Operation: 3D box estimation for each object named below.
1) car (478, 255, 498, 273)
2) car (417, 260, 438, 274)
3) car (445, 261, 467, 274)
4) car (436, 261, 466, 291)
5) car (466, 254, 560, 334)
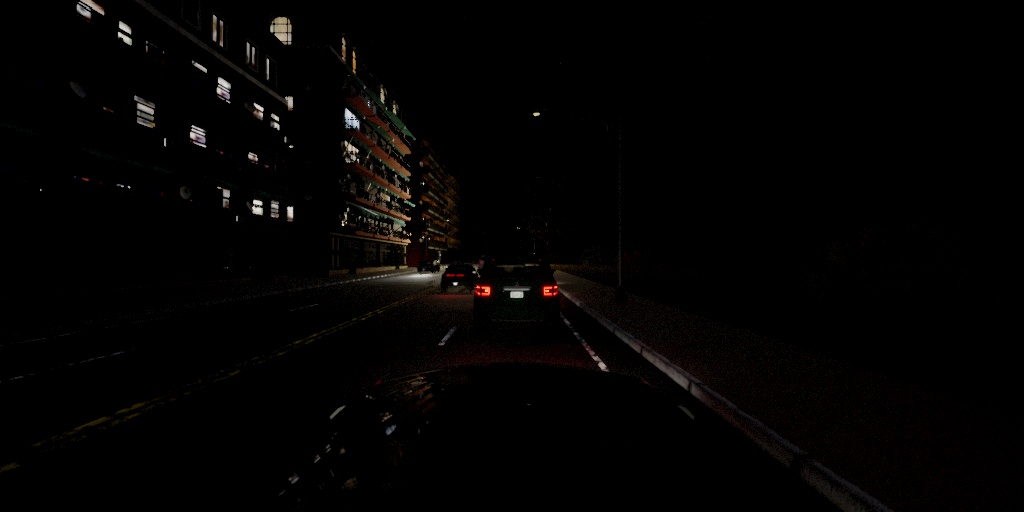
[{"bbox_3d":[-2.977,0.969,45.575,2.150,2.045,5.566,0,0,0],"label":"car"},{"bbox_3d":[-9.692,1.243,41.886,2.128,1.511,4.902,0,0,0],"label":"car"},{"bbox_3d":[-6.444,1.277,41.699,1.812,1.442,4.674,0,0,0],"label":"car"},{"bbox_3d":[-3.071,1.256,21.929,1.837,1.490,4.892,0,0,0],"label":"car"},{"bbox_3d":[0.130,0.973,10.813,2.150,2.045,5.566,0,0,0],"label":"car"}]
